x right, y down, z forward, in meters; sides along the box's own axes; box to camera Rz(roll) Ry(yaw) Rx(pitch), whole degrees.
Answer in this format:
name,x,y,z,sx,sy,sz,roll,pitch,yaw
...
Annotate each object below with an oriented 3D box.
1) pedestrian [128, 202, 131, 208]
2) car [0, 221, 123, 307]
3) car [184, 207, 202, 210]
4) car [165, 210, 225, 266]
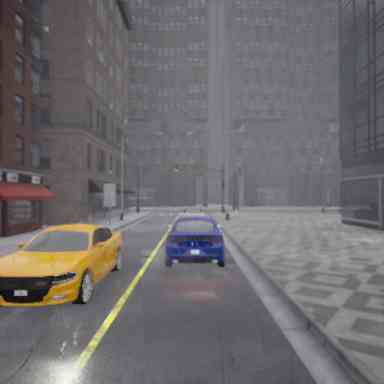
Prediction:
name,x,y,z,sx,sy,sz,roll,pitch,yaw
pedestrian,-9.880,2.173,52.433,0.500,1.100,0.500,0,-1,1
car,-3.098,1.586,8.523,1.882,1.535,5.008,0,-1,0
car,0.103,1.967,28.484,1.895,1.301,4.718,0,-1,0
car,0.098,1.633,12.200,1.882,1.535,5.008,0,-1,0
